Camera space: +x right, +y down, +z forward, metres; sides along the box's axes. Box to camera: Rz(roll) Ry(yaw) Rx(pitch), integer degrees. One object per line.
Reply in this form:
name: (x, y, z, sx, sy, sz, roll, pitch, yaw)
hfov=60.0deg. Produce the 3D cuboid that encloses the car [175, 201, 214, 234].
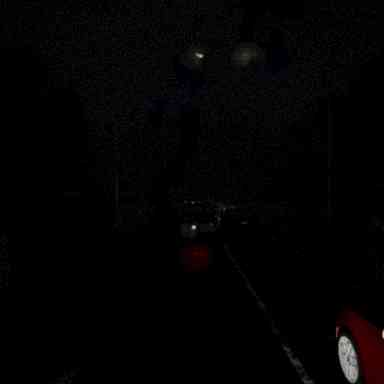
car: (0.090, 1.513, 19.236, 1.837, 1.490, 4.892, 0, 1, 0)

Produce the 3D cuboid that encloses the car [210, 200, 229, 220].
car: (2.615, 1.562, 24.035, 2.008, 1.369, 4.403, -1, 0, 0)

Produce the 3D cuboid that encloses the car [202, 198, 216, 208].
car: (2.602, 1.601, 51.067, 1.887, 1.381, 4.507, -1, 0, 0)

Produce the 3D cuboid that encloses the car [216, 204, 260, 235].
car: (2.618, 1.572, 18.629, 1.947, 1.339, 4.313, -1, 0, 0)

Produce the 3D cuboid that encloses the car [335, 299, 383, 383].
car: (2.626, 1.545, 2.409, 1.887, 1.381, 4.507, -1, 0, 0)

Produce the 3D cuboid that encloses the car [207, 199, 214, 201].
car: (2.612, 1.563, 29.441, 1.887, 1.381, 4.507, -1, 0, 0)

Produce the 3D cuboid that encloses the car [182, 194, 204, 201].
car: (0.083, 1.254, 38.181, 2.150, 2.045, 5.566, 0, 0, 0)

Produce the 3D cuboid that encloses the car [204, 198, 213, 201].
car: (2.610, 1.577, 34.848, 2.008, 1.369, 4.403, -1, 0, 0)
